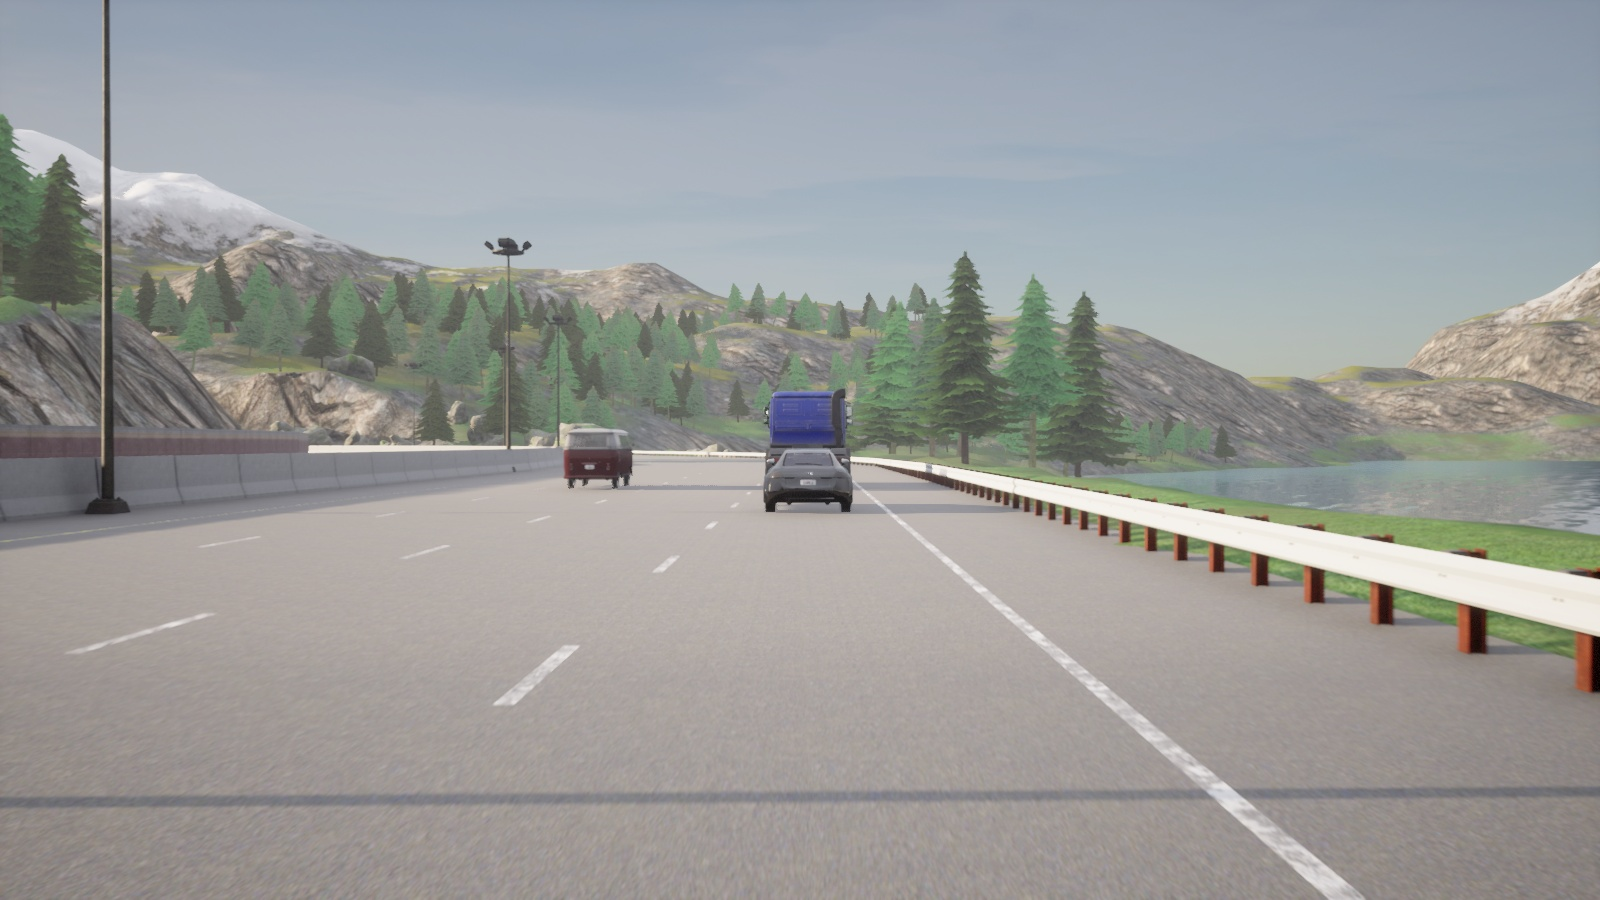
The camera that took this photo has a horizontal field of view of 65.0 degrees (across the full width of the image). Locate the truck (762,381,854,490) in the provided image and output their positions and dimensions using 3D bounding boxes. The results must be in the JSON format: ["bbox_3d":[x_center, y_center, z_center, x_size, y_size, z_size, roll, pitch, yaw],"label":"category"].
[{"bbox_3d":[0.266,-0.481,43.601,2.891,3.462,7.936,0,0,0],"label":"truck"}]

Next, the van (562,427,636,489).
[{"bbox_3d":[-6.740,0.254,42.544,1.775,1.987,4.442,0,0,0],"label":"van"}]

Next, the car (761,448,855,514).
[{"bbox_3d":[0.182,0.649,28.786,1.994,1.385,4.181,0,0,0],"label":"car"}]
